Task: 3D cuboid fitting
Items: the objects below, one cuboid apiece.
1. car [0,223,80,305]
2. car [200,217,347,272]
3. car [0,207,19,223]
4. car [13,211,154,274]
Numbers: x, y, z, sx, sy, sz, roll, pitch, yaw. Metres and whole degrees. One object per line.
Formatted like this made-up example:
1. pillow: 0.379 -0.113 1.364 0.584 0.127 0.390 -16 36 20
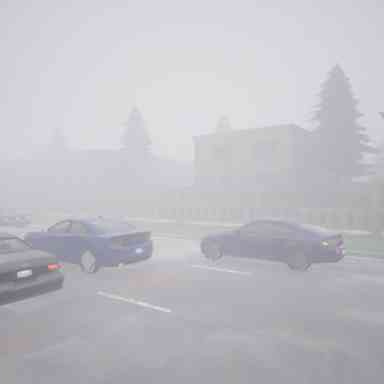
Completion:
1. car: -5.180 1.588 7.682 5.357 1.411 2.033 0 0 35
2. car: 2.454 1.546 10.828 4.674 1.442 1.812 0 0 35
3. car: -12.552 1.654 21.536 5.357 1.411 2.033 0 0 35
4. car: -3.498 1.520 10.783 5.008 1.535 1.882 -1 0 35
